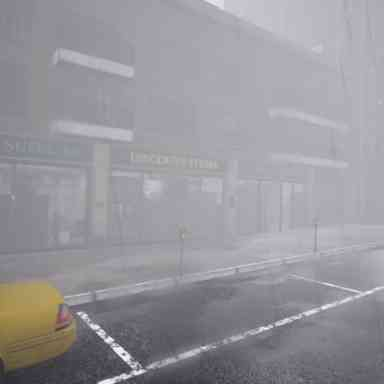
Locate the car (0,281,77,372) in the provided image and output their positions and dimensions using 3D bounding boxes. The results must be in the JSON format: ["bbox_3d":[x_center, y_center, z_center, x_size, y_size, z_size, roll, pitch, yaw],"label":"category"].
[{"bbox_3d":[-3.764,1.525,3.386,4.829,1.417,1.752,0,2,-35],"label":"car"}]
